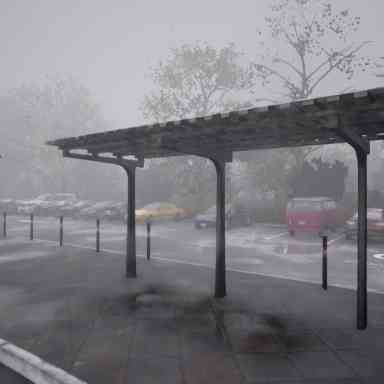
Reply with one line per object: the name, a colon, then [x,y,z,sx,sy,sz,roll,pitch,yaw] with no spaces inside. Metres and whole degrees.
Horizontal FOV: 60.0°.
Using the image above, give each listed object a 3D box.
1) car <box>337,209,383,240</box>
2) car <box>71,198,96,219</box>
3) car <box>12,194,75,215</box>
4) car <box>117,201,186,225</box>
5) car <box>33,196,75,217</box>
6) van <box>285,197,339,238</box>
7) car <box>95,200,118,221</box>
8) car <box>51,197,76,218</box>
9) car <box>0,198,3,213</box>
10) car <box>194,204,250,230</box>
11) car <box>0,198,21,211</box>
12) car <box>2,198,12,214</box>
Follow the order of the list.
car: [8.851,1.536,16.390,2.002,1.452,4.674,0,0,35]
car: [-6.999,1.461,27.625,2.231,1.521,4.892,0,0,35]
car: [-13.815,1.194,32.408,2.435,2.045,5.566,0,0,35]
car: [-2.580,1.467,24.261,1.946,1.575,5.366,0,0,35]
car: [-11.530,1.450,30.832,2.097,1.535,5.008,0,0,35]
van: [6.656,1.264,18.091,1.878,1.987,4.442,0,0,35]
car: [-4.721,1.495,26.040,2.163,1.488,4.792,0,0,35]
car: [-9.265,1.455,29.228,2.097,1.535,5.008,0,0,35]
car: [-18.333,1.433,35.636,2.097,1.535,5.008,0,0,35]
car: [2.042,1.510,21.180,2.163,1.488,4.792,0,0,35]
car: [-22.876,1.443,38.823,2.163,1.488,4.792,0,0,35]
car: [-16.066,1.441,34.030,2.231,1.521,4.892,0,0,35]
